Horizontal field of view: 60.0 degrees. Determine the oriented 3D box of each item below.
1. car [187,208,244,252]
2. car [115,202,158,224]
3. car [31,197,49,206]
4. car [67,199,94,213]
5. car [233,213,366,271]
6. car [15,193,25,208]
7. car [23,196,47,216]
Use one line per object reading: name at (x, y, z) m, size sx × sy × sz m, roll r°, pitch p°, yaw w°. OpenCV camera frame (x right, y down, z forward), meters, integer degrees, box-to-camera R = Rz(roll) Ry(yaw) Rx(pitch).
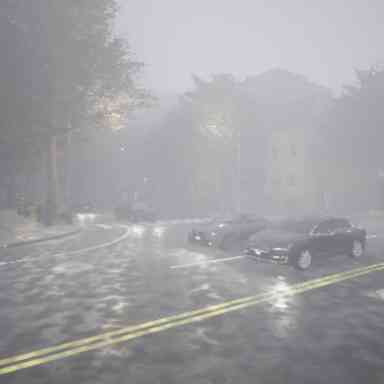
car at (1.841, 1.568, 13.902) m, size 4.181 × 1.385 × 1.994 m, roll 0°, pitch 0°, yaw -36°
car at (-4.360, 1.483, 25.458) m, size 1.882 × 1.535 × 5.008 m, roll 0°, pitch 0°, yaw -32°
car at (-25.489, 1.572, 55.734) m, size 1.994 × 1.385 × 4.181 m, roll 0°, pitch 0°, yaw -35°
car at (-12.589, 1.498, 37.405) m, size 2.128 × 1.511 × 4.902 m, roll 0°, pitch 0°, yaw -35°
car at (3.892, 1.509, 11.067) m, size 4.892 × 1.490 × 1.837 m, roll 0°, pitch 0°, yaw -35°
car at (-25.267, 1.235, 50.210) m, size 2.435 × 2.045 × 5.566 m, roll 0°, pitch 0°, yaw -35°
car at (-17.448, 1.486, 38.145) m, size 2.231 × 1.521 × 4.892 m, roll 0°, pitch 0°, yaw -35°
